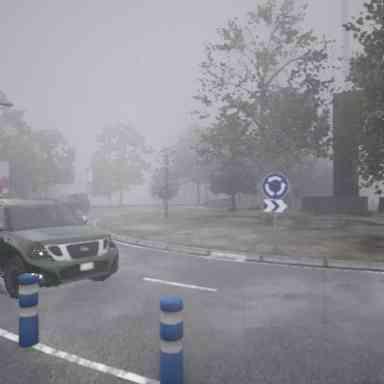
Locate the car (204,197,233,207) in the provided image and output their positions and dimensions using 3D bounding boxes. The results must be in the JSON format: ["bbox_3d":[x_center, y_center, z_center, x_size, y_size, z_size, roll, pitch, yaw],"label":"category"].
[{"bbox_3d":[3.830,1.473,47.726,4.181,1.385,1.994,0,0,-16],"label":"car"}]

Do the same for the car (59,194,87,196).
[{"bbox_3d":[-11.833,1.178,31.539,2.150,2.045,5.566,-1,0,15],"label":"car"}]

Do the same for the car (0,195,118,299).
[{"bbox_3d":[-4.313,1.221,8.901,5.566,2.045,2.150,0,0,41],"label":"car"}]
